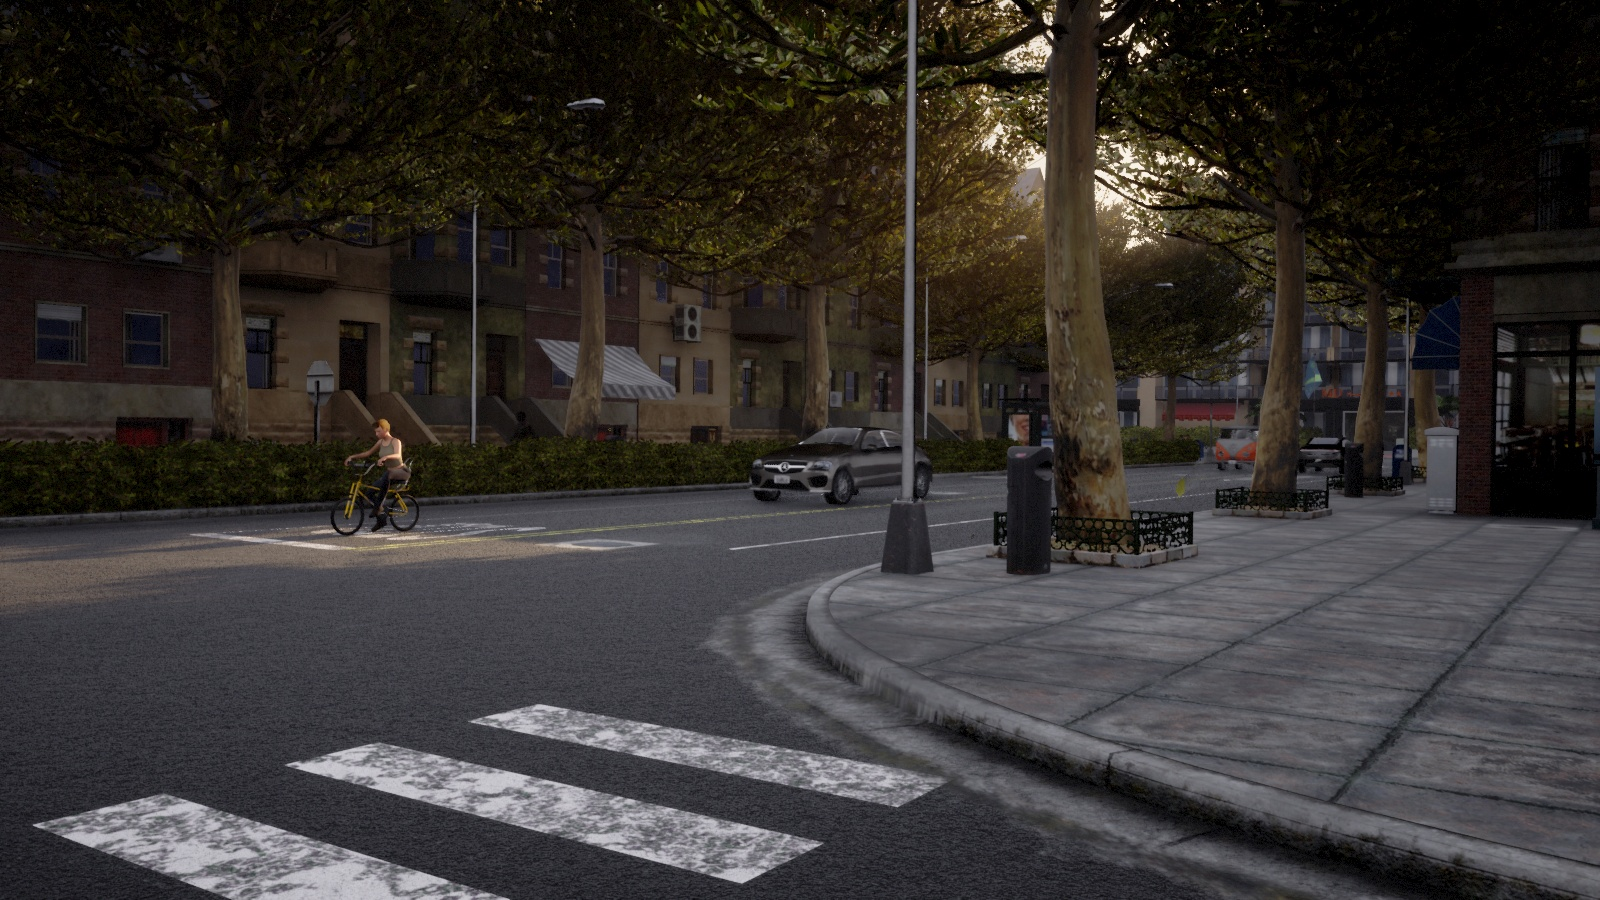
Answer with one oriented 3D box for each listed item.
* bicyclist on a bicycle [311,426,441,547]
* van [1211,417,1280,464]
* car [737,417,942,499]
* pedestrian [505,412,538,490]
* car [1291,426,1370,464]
[{"bbox_3d":[-5.954,0.480,17.696,0.866,1.612,1.509,0,1,34],"label":"bicyclist on a bicycle"},{"bbox_3d":[19.458,-0.439,54.740,1.775,1.987,4.442,0,1,34],"label":"van"},{"bbox_3d":[1.003,0.121,27.834,2.152,1.651,5.027,0,1,34],"label":"car"},{"bbox_3d":[-7.030,0.018,31.729,0.395,1.930,0.692,0,1,42],"label":"pedestrian"},{"bbox_3d":[22.325,-0.234,52.732,2.128,1.511,4.902,0,1,34],"label":"car"}]
